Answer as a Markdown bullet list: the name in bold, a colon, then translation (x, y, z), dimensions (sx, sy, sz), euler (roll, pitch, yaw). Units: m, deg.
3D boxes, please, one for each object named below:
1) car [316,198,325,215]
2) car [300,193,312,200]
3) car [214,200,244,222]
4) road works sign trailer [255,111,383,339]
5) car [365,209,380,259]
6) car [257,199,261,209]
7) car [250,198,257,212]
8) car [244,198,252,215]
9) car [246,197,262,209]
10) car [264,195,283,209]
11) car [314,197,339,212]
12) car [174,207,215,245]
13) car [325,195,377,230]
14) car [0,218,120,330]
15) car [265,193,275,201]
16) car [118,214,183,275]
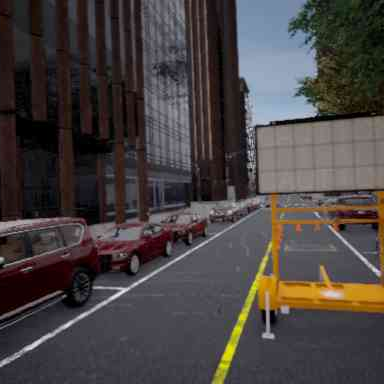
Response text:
- **car**: translation (12.457, 1.264, 29.758), dimensions (1.752, 1.417, 4.829), euler (-2, 0, 17)
- **car**: translation (26.290, 1.007, 75.898), dimensions (1.967, 1.590, 4.097), euler (-2, -1, 17)
- **car**: translation (2.678, 1.539, 26.815), dimensions (1.967, 1.590, 4.097), euler (-2, 0, 17)
- **road works sign trailer**: translation (2.462, 0.413, 6.183), dimensions (2.380, 3.560, 2.880), euler (-2, 0, 17)
- **car**: translation (6.188, 1.349, 8.852), dimensions (1.752, 1.417, 4.829), euler (-2, 0, 17)
- **car**: translation (7.380, 1.478, 42.496), dimensions (1.967, 1.590, 4.097), euler (-2, 0, 17)
- **car**: translation (5.817, 1.602, 37.268), dimensions (1.887, 1.381, 4.507), euler (-2, 0, 17)
- **car**: translation (4.250, 1.629, 32.041), dimensions (2.008, 1.369, 4.403), euler (-2, 0, 17)
- **car**: translation (8.902, 1.543, 47.559), dimensions (1.752, 1.417, 4.829), euler (-2, 0, 17)
- **car**: translation (10.561, 1.468, 43.471), dimensions (2.033, 1.411, 5.357), euler (-2, 0, 17)
- **car**: translation (13.977, 1.285, 34.822), dimensions (1.947, 1.339, 4.313), euler (-2, 0, 17)
- **car**: translation (-0.453, 1.686, 16.360), dimensions (1.887, 1.381, 4.507), euler (-2, 0, 17)
- **car**: translation (9.265, 1.097, 19.144), dimensions (2.192, 1.841, 5.009), euler (-2, 0, 17)
- **car**: translation (-3.597, 1.501, 5.907), dimensions (2.192, 1.841, 5.009), euler (-2, 0, 17)
- **car**: translation (19.688, 1.202, 83.555), dimensions (2.192, 1.841, 5.009), euler (-2, -1, 17)
- **car**: translation (-2.020, 1.707, 11.133), dimensions (1.887, 1.381, 4.507), euler (-2, 0, 17)
